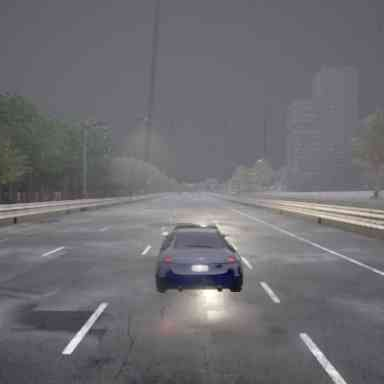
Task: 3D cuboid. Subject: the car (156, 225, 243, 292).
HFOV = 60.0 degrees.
[{"bbox_3d":[0.121,1.561,8.960,1.994,1.385,4.181,0,0,-1],"label":"car"}]
